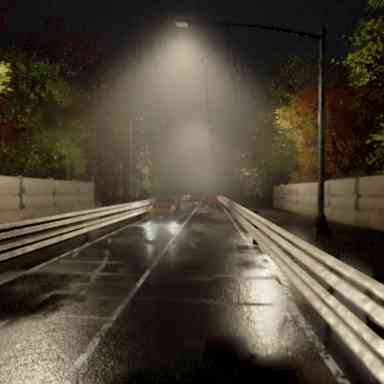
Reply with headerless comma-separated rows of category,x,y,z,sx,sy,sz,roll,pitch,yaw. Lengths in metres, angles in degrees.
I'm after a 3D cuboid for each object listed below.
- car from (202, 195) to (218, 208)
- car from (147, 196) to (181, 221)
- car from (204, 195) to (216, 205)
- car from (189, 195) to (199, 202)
car,2.361,1.187,43.028,1.882,1.535,5.008,0,0,3
car,-2.005,1.131,25.029,2.097,1.767,4.553,0,0,3
car,2.942,1.244,53.326,1.812,1.442,4.674,0,0,3
car,0.436,1.319,66.687,2.033,1.411,5.357,0,0,3
